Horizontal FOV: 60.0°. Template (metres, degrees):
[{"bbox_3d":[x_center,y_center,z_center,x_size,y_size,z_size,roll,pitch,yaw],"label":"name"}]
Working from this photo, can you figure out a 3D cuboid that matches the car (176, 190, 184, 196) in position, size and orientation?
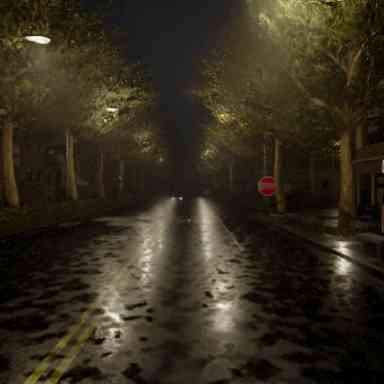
[{"bbox_3d":[-3.101,0.287,86.183,2.033,1.411,5.357,0,1,0],"label":"car"}]

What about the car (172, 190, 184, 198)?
[{"bbox_3d":[-3.174,0.327,70.667,2.097,1.767,4.553,0,1,0],"label":"car"}]

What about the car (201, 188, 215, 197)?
[{"bbox_3d":[3.408,0.112,76.853,2.435,2.045,5.566,0,1,0],"label":"car"}]

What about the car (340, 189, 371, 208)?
[{"bbox_3d":[19.229,0.694,36.563,5.566,2.045,2.150,0,1,0],"label":"car"}]
